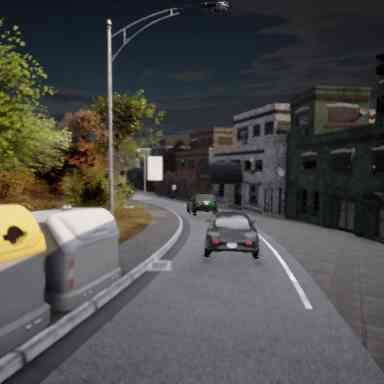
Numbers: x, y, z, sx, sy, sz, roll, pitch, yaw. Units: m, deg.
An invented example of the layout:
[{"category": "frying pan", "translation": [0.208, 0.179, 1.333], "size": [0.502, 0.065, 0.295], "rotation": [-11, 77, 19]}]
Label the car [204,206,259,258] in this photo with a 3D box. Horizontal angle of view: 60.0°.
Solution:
[{"category": "car", "translation": [1.475, 1.479, 12.626], "size": [1.812, 1.442, 4.674], "rotation": [1, 0, 6]}]

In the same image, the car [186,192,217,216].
[{"category": "car", "translation": [0.828, 1.038, 31.161], "size": [2.150, 2.045, 5.566], "rotation": [0, 1, -9]}]
